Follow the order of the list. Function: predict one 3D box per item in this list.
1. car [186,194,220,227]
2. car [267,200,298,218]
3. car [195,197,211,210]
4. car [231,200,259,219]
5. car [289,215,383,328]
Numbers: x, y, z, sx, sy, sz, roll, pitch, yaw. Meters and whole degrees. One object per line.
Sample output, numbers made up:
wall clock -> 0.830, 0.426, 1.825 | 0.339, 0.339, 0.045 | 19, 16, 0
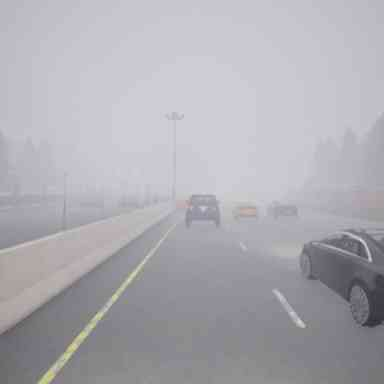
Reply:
car -> 0.743, 1.151, 22.618 | 2.150, 2.045, 5.566 | 1, 0, 2
car -> 7.971, 1.457, 29.731 | 1.882, 1.535, 5.008 | 1, 0, 2
car -> 1.350, 1.379, 41.608 | 1.837, 1.490, 4.892 | 1, 0, 2
car -> 4.422, 1.427, 28.218 | 1.882, 1.535, 5.008 | 1, 0, 2
car -> 3.757, 1.505, 6.968 | 2.128, 1.511, 4.902 | 1, 0, 2
